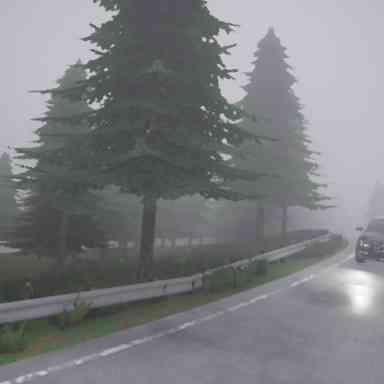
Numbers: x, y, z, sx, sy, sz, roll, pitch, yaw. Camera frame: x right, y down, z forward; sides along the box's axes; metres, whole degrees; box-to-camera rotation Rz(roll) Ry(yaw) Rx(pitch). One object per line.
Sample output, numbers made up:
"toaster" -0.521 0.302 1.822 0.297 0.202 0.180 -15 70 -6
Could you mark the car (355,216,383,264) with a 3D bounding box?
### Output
"car" 6.975 1.640 11.567 1.837 1.490 4.892 3 -1 33
